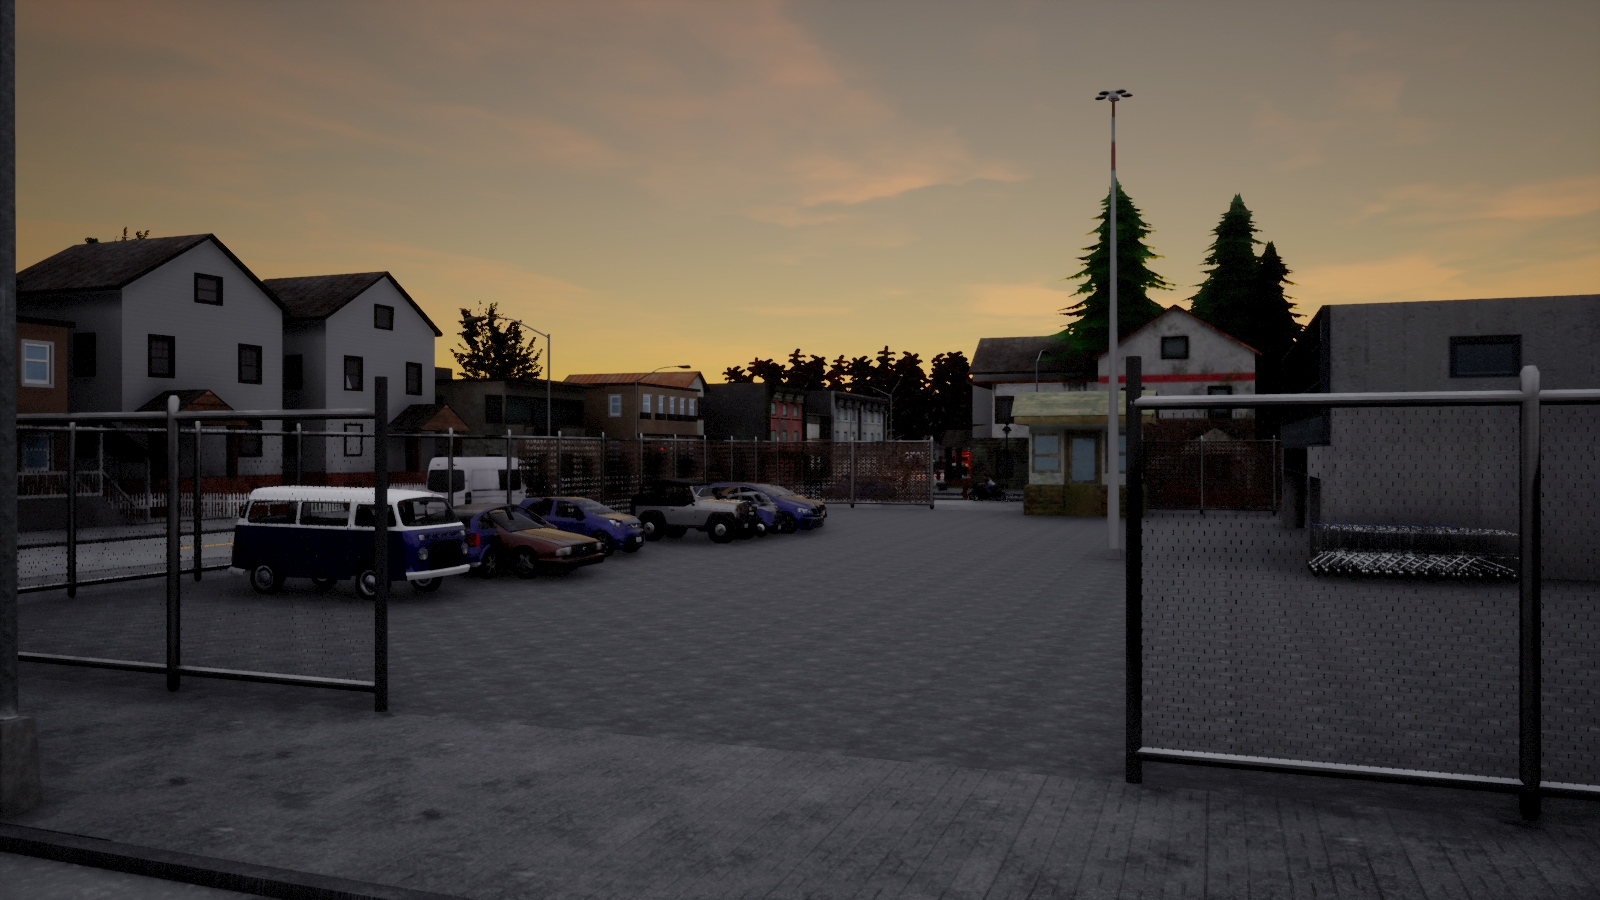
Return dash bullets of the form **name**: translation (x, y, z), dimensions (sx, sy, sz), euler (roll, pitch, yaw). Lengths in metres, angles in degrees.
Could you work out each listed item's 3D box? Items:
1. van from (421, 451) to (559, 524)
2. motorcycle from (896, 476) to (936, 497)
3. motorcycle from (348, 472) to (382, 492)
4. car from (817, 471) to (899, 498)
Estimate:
- **van**: translation (-11.617, 1.318, 43.358), dimensions (1.988, 2.561, 5.915), euler (0, 0, 20)
- **motorcycle**: translation (6.380, 1.995, 62.787), dimensions (2.033, 1.145, 0.803), euler (0, 0, 20)
- **motorcycle**: translation (-26.823, 1.970, 70.425), dimensions (1.805, 1.236, 0.856), euler (-1, 0, 19)
- **car**: translation (3.239, 1.902, 63.915), dimensions (4.181, 1.385, 1.994), euler (0, 0, 20)
